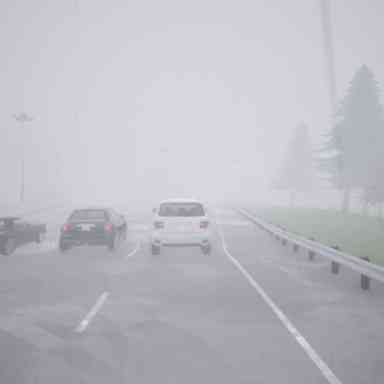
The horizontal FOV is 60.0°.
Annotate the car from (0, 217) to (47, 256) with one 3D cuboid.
[{"bbox_3d":[-7.505,1.652,13.266,1.895,1.301,4.718,0,0,-3],"label":"car"}]

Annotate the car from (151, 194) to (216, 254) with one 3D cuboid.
[{"bbox_3d":[-0.480,1.269,13.864,2.150,2.045,5.566,0,0,-3],"label":"car"}]

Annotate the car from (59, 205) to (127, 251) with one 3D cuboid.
[{"bbox_3d":[-4.105,1.402,14.531,2.097,1.767,4.553,0,0,-4],"label":"car"}]
